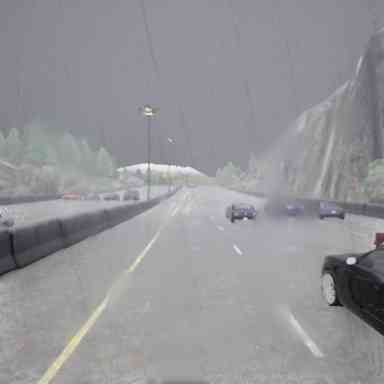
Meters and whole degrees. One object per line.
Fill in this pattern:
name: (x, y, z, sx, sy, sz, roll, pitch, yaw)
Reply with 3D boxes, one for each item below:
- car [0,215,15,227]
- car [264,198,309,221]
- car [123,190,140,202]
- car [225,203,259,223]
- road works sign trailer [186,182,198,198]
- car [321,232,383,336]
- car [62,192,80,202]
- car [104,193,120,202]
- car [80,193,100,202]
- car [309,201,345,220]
car: (-10.604, 1.554, 15.904, 1.895, 1.301, 4.718, 0, 0, 0)
car: (7.089, 1.230, 25.988, 2.097, 1.767, 4.553, 0, 1, 0)
car: (-10.554, 0.602, 58.394, 2.150, 2.045, 5.566, 0, 1, 1)
car: (3.591, 1.492, 24.563, 1.895, 1.301, 4.718, 0, 1, 0)
road works sign trailer: (-0.035, -0.479, 71.992, 2.380, 3.560, 2.880, 0, 2, 0)
car: (3.594, 1.474, 4.899, 1.882, 1.535, 5.008, 0, 0, 0)
car: (-21.051, 0.732, 58.337, 2.097, 1.767, 4.553, 0, 1, 1)
car: (-14.056, 0.857, 58.370, 1.882, 1.535, 5.008, 0, 1, 1)
car: (-17.554, 0.904, 58.392, 1.812, 1.442, 4.674, 0, 1, 1)
car: (10.589, 1.435, 26.856, 1.994, 1.385, 4.181, 0, 1, 0)
